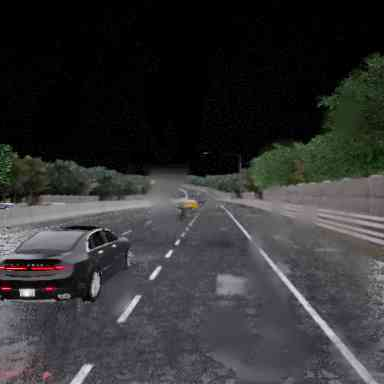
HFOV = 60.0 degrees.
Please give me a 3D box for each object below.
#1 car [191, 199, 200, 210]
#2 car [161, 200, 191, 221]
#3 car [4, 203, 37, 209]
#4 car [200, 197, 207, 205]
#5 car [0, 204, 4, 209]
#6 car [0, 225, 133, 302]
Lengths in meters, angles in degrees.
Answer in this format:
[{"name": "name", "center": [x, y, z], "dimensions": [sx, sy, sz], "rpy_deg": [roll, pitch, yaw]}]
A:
[{"name": "car", "center": [-0.223, 1.907, 50.985], "dimensions": [1.882, 1.535, 5.008], "rpy_deg": [-1, -1, 4]}, {"name": "car", "center": [-1.554, 1.706, 29.754], "dimensions": [2.128, 1.511, 4.902], "rpy_deg": [-1, 0, 4]}, {"name": "car", "center": [-21.751, 2.231, 43.236], "dimensions": [1.837, 1.490, 4.892], "rpy_deg": [-1, -1, 4]}, {"name": "car", "center": [2.443, 2.815, 93.371], "dimensions": [1.837, 1.490, 4.892], "rpy_deg": [-1, -1, 4]}, {"name": "car", "center": [-25.296, 2.257, 42.752], "dimensions": [1.882, 1.535, 5.008], "rpy_deg": [-1, -1, 4]}, {"name": "car", "center": [-2.881, 1.615, 8.534], "dimensions": [1.837, 1.490, 4.892], "rpy_deg": [-1, 0, 4]}]
